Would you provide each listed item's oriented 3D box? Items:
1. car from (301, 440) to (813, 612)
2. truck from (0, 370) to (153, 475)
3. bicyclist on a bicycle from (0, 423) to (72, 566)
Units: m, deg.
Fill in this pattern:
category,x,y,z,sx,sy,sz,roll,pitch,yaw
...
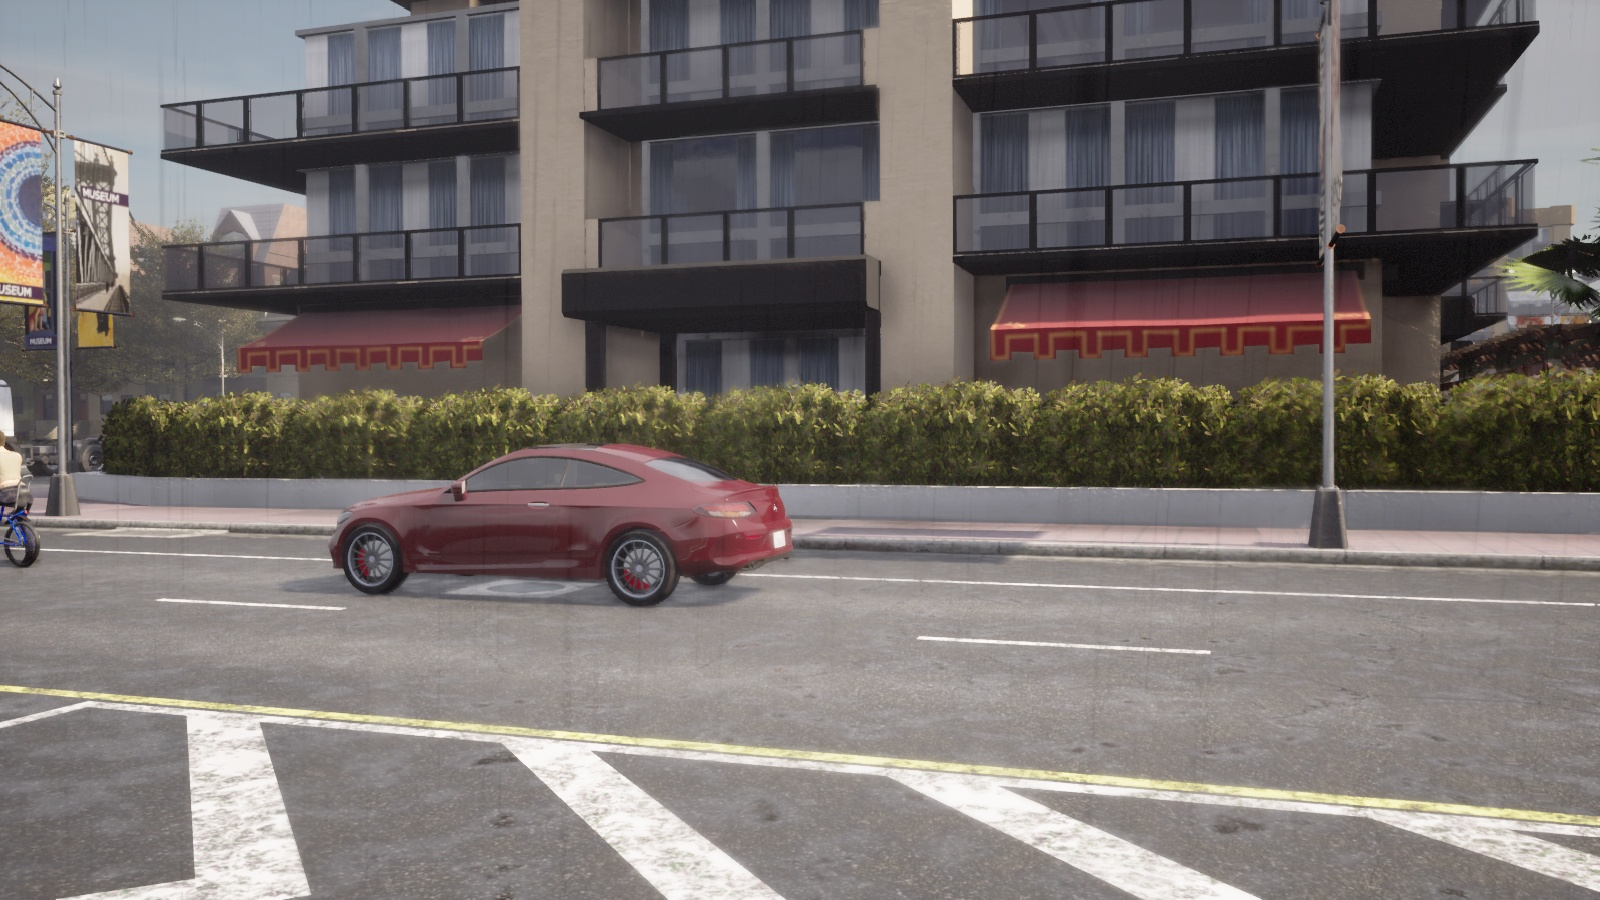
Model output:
category,x,y,z,sx,sy,sz,roll,pitch,yaw
car,-2.382,0.645,12.406,4.674,1.442,1.812,1,1,19
truck,-26.963,-0.961,43.958,2.891,3.462,7.936,1,1,18
bicyclist on a bicycle,-9.546,0.490,14.820,1.509,1.612,0.866,1,1,19
